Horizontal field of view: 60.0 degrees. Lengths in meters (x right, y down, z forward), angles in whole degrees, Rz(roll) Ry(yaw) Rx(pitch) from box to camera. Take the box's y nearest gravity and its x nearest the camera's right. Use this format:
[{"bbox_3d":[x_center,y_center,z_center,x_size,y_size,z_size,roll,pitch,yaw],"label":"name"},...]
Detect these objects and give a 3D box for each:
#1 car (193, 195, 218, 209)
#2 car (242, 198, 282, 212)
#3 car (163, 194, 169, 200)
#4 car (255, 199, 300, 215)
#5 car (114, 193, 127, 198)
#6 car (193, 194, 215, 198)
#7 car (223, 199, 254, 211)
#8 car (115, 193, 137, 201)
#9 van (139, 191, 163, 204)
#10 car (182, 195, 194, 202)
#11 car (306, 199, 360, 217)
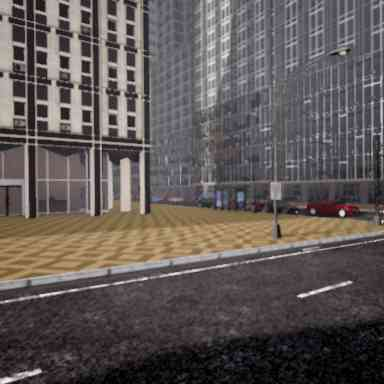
[{"bbox_3d":[2.504,1.440,43.228,1.947,1.339,4.313,0,1,-34],"label":"car"},{"bbox_3d":[8.218,1.500,39.540,1.895,1.301,4.718,-1,1,-34],"label":"car"},{"bbox_3d":[-6.559,1.096,71.449,1.802,1.307,4.206,0,1,-34],"label":"car"},{"bbox_3d":[8.853,1.543,33.797,1.947,1.339,4.313,0,1,-34],"label":"car"},{"bbox_3d":[-19.381,0.850,90.221,2.008,1.369,4.403,0,1,-34],"label":"car"},{"bbox_3d":[2.582,1.373,47.799,1.994,1.385,4.181,-1,1,-34],"label":"car"},{"bbox_3d":[5.661,1.507,38.502,1.802,1.307,4.206,0,1,-34],"label":"car"},{"bbox_3d":[-13.479,1.162,66.723,2.008,1.369,4.403,0,1,-34],"label":"car"},{"bbox_3d":[-7.067,1.059,57.334,1.690,1.788,3.998,0,1,-34],"label":"van"},{"bbox_3d":[-0.147,1.202,62.062,1.802,1.307,4.206,0,1,-34],"label":"car"},{"bbox_3d":[13.429,1.460,31.891,1.882,1.535,5.008,-1,1,-34],"label":"car"}]
